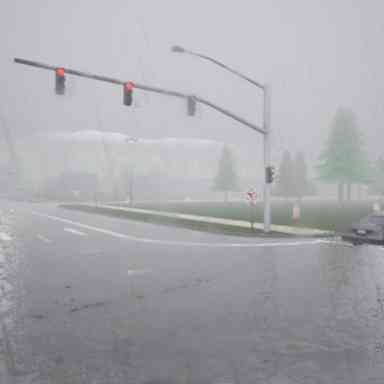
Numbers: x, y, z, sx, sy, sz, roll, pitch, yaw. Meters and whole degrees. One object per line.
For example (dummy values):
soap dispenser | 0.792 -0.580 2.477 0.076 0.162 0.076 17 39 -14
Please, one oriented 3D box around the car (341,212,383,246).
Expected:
car | 8.496 1.557 14.109 5.357 1.411 2.033 0 0 -36
